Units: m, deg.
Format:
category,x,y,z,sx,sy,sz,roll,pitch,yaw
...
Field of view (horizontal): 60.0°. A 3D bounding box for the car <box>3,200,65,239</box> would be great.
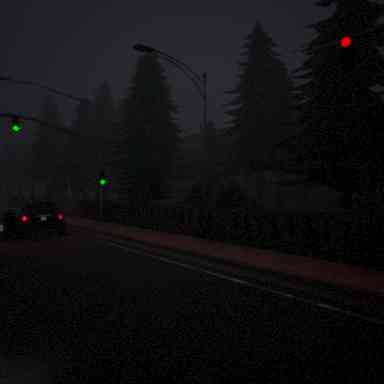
category,x,y,z,sx,sy,sz,roll,pitch,yaw
car,-8.253,1.256,17.197,2.097,1.767,4.553,-1,1,-39
